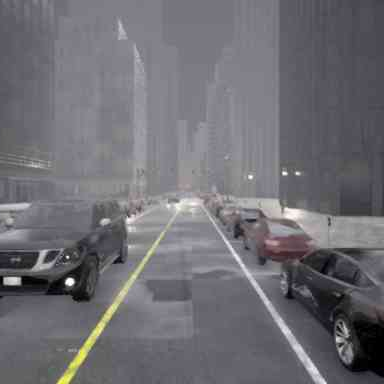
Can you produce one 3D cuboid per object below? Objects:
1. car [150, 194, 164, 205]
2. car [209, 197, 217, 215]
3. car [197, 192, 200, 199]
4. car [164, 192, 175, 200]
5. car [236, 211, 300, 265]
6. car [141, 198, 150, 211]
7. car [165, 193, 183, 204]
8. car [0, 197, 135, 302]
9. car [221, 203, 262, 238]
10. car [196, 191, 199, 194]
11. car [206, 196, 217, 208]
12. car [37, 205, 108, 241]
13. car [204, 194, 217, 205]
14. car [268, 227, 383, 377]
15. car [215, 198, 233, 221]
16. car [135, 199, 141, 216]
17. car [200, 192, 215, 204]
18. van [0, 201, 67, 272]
[{"bbox_3d":[-5.762,1.272,50.503,2.008,1.369,4.403,0,0,0],"label":"car"},{"bbox_3d":[2.763,1.405,27.977,1.947,1.339,4.313,0,0,0],"label":"car"},{"bbox_3d":[2.762,1.172,77.377,1.802,1.307,4.206,0,0,0],"label":"car"},{"bbox_3d":[-5.763,0.905,77.356,2.192,1.841,5.009,0,0,0],"label":"car"},{"bbox_3d":[2.764,1.515,11.068,1.802,1.307,4.206,0,0,0],"label":"car"},{"bbox_3d":[-5.762,1.353,33.595,1.887,1.381,4.507,0,0,0],"label":"car"},{"bbox_3d":[-3.001,1.316,55.785,1.895,1.301,4.718,0,0,0],"label":"car"},{"bbox_3d":[-3.100,1.170,8.514,2.150,2.045,5.566,0,0,0],"label":"car"},{"bbox_3d":[2.764,1.467,16.705,1.947,1.339,4.313,0,0,0],"label":"car"},{"bbox_3d":[2.762,1.083,88.613,1.887,1.381,4.507,0,0,0],"label":"car"},{"bbox_3d":[2.763,1.354,33.613,1.887,1.381,4.507,0,0,0],"label":"car"},{"bbox_3d":[-5.761,1.452,16.687,2.008,1.369,4.403,0,0,0],"label":"car"},{"bbox_3d":[2.763,1.304,39.420,1.752,1.417,4.829,0,0,0],"label":"car"},{"bbox_3d":[2.764,1.532,5.431,1.947,1.339,4.313,0,0,0],"label":"car"},{"bbox_3d":[2.763,1.394,22.511,1.752,1.417,4.829,0,0,0],"label":"car"},{"bbox_3d":[-5.762,1.383,27.959,1.887,1.381,4.507,0,0,0],"label":"car"},{"bbox_3d":[2.763,1.037,50.522,2.192,1.841,5.009,0,0,0],"label":"car"},{"bbox_3d":[-5.761,1.274,11.050,1.690,1.788,3.998,0,0,0],"label":"van"}]
